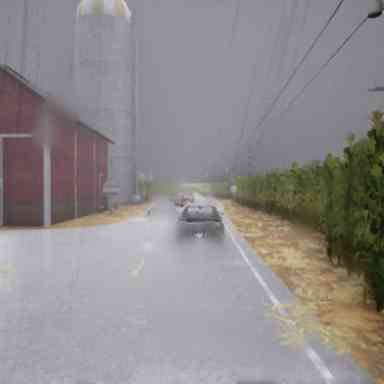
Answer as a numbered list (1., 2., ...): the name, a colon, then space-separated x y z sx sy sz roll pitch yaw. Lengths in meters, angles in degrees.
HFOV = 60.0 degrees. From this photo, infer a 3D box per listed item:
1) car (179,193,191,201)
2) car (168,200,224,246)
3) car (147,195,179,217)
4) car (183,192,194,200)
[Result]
1. car: -1.712 1.112 38.740 2.033 1.411 5.357 0 1 5
2. car: 0.362 1.328 14.409 2.128 1.511 4.902 0 1 2
3. car: -2.464 1.217 27.401 1.812 1.442 4.674 0 1 3
4. car: -0.756 0.766 52.068 2.097 1.767 4.553 0 1 3
